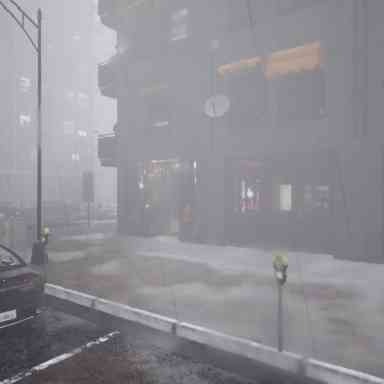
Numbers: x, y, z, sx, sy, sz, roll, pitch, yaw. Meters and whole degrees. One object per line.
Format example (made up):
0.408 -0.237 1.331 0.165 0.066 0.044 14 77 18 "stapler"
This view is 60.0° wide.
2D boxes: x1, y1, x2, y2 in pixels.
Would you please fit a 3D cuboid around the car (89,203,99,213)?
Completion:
-10.856 1.250 30.498 1.752 1.417 4.829 1 1 35 "car"

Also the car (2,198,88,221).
-11.108 1.330 25.596 2.033 1.411 5.357 0 1 39 "car"

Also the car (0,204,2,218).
-13.955 1.350 26.079 2.008 1.369 4.403 1 1 35 "car"

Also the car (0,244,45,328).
-4.433 1.551 6.049 4.403 1.369 2.008 0 0 36 "car"
